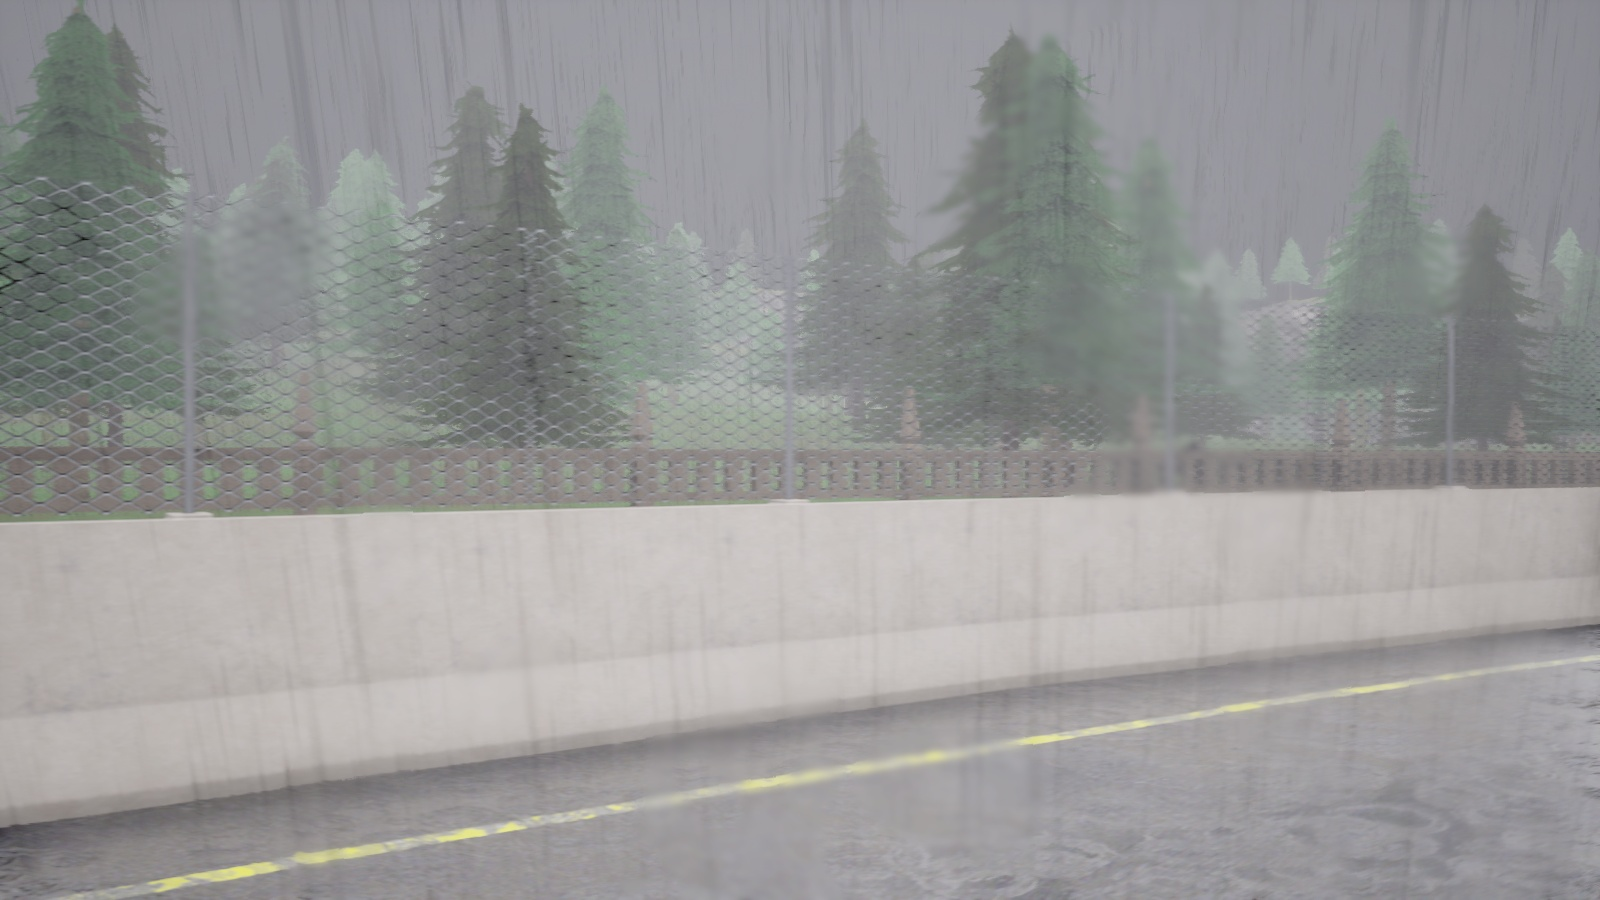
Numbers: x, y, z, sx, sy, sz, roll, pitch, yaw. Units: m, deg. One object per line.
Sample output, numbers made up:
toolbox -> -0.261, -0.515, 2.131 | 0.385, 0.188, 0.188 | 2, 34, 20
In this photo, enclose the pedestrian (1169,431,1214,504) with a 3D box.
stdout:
pedestrian -> 10.100, 0.451, 32.373 | 0.899, 1.844, 0.634 | 0, 0, -21
